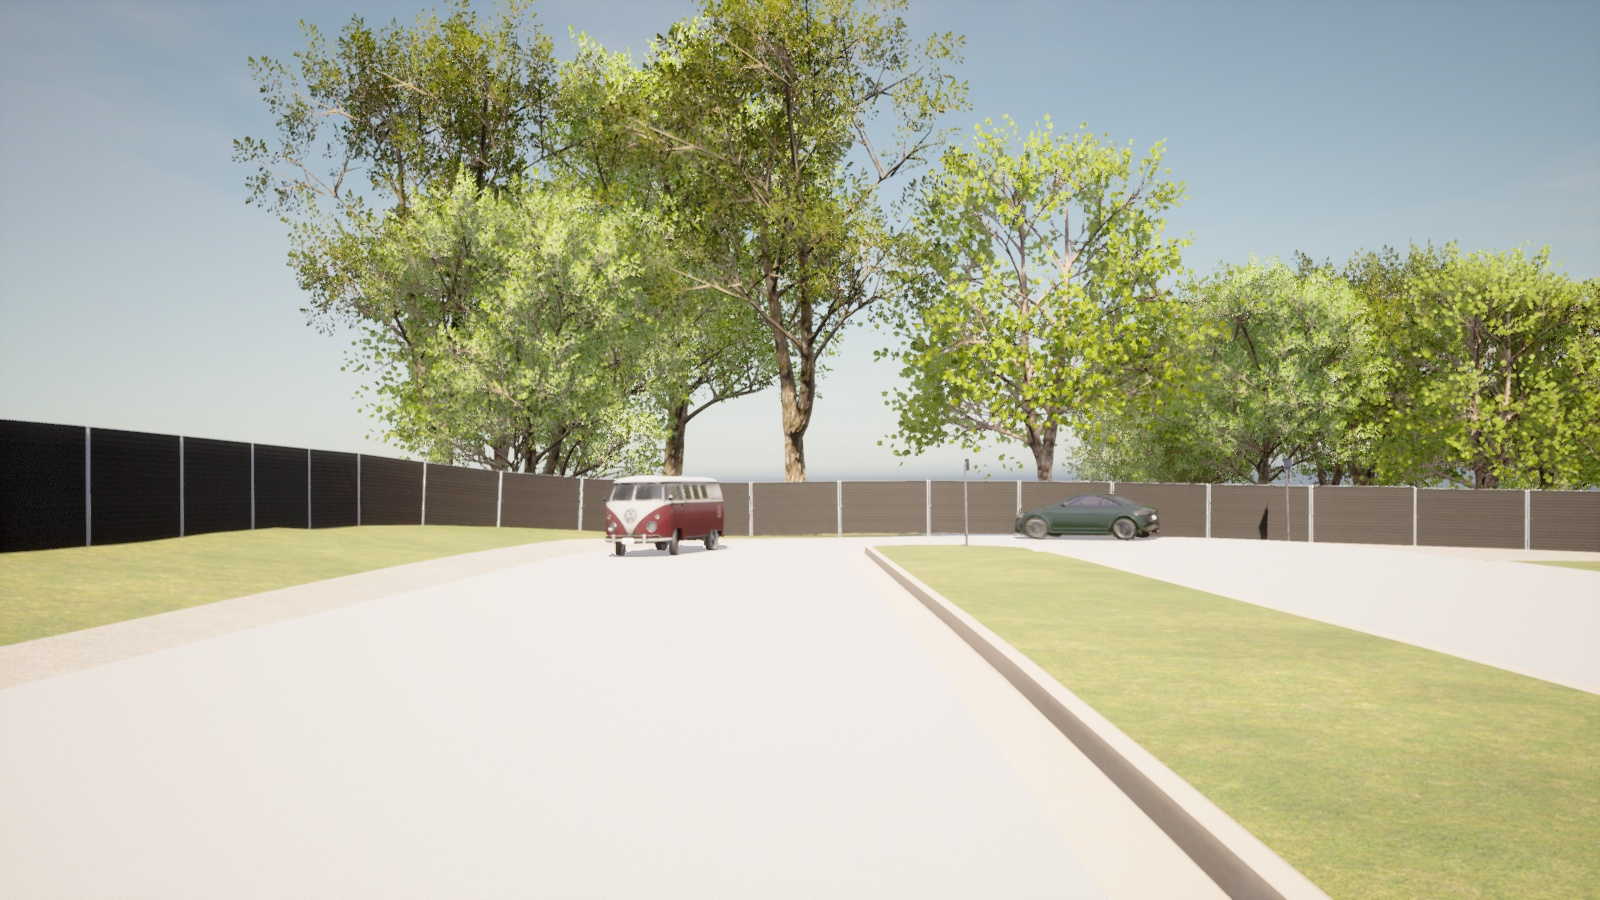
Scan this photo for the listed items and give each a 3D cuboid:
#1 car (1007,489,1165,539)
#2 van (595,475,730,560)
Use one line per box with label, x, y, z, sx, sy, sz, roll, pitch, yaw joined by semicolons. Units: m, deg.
car;8.524;1.897;37.474;4.181;1.385;1.994;-2;-1;30
van;-3.424;1.681;32.163;1.775;1.987;4.442;-2;-2;17
